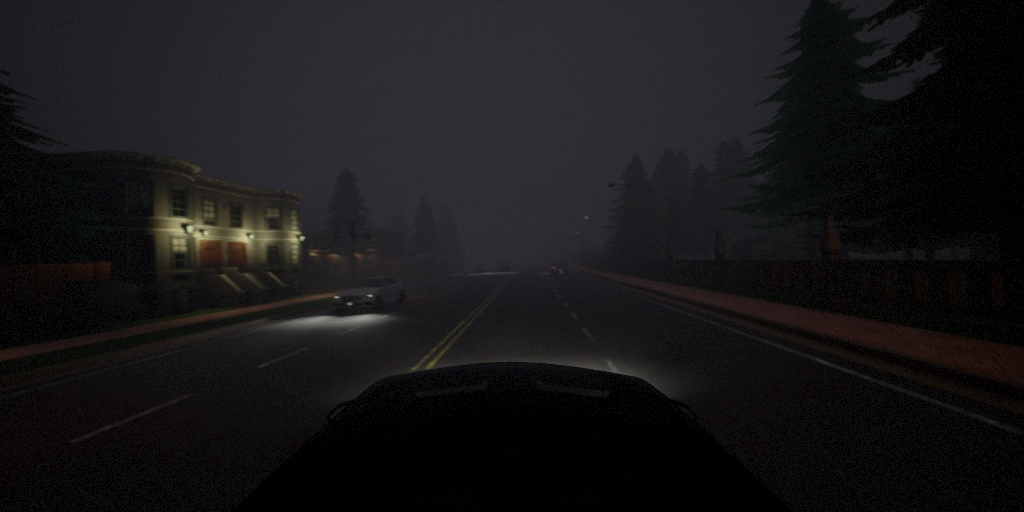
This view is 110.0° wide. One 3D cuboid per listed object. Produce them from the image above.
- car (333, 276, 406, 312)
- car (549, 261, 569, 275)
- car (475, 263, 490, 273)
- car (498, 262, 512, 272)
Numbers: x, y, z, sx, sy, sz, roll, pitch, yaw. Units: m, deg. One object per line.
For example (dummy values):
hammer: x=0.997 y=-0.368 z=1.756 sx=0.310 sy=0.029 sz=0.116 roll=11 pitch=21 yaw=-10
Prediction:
car: x=-6.511 y=1.686 z=16.972 sx=1.812 sy=1.442 sz=4.674 roll=-3 pitch=-1 yaw=3
car: x=5.379 y=1.340 z=41.361 sx=1.812 sy=1.442 sz=4.674 roll=-3 pitch=0 yaw=3
car: x=-4.496 y=1.898 z=55.866 sx=1.812 sy=1.442 sz=4.674 roll=-3 pitch=0 yaw=4
car: x=-1.008 y=1.718 z=55.665 sx=1.837 sy=1.490 sz=4.892 roll=-3 pitch=0 yaw=4
